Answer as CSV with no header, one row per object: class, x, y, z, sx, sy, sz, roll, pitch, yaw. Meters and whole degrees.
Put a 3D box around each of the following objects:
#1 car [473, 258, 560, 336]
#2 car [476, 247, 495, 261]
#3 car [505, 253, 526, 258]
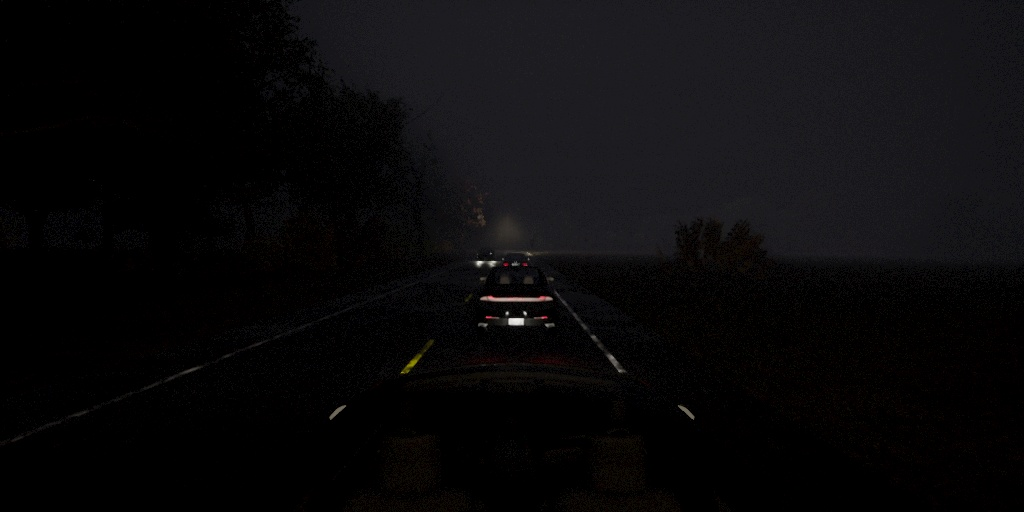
car,0.124,0.986,9.439,2.128,1.511,4.902,0,2,1
car,-3.225,-0.348,45.039,2.097,1.767,4.553,0,2,1
car,0.267,0.504,25.561,2.033,1.411,5.357,0,2,1
